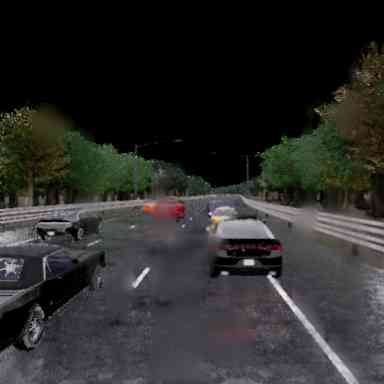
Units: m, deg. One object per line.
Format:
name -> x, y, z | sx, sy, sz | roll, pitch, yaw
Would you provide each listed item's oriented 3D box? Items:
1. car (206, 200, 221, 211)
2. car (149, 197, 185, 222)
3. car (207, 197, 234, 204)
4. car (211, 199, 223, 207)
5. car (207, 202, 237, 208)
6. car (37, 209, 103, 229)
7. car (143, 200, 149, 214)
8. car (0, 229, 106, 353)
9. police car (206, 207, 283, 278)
car -> 3.125, 1.882, 47.106 | 1.812, 1.442, 4.674 | 0, 0, 7
car -> -1.884, 1.450, 28.964 | 2.150, 2.045, 5.566 | 0, 0, 4
car -> 2.379, 1.417, 26.200 | 2.150, 2.045, 5.566 | 0, 0, 4
car -> 4.615, 1.986, 60.634 | 1.812, 1.442, 4.674 | 0, 0, 8
car -> 2.005, 1.606, 20.462 | 1.801, 1.575, 5.366 | 0, 0, 3
car -> -6.130, 1.643, 17.250 | 2.128, 1.511, 4.902 | 0, 0, 3
car -> -4.470, 1.673, 39.969 | 2.097, 1.767, 4.553 | 0, -1, 5
car -> -3.148, 1.659, 6.260 | 1.895, 1.301, 4.718 | 0, 0, 2
police car -> 1.483, 1.502, 10.550 | 1.930, 1.638, 5.238 | 0, 0, 3
